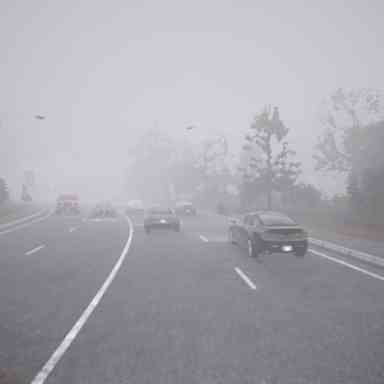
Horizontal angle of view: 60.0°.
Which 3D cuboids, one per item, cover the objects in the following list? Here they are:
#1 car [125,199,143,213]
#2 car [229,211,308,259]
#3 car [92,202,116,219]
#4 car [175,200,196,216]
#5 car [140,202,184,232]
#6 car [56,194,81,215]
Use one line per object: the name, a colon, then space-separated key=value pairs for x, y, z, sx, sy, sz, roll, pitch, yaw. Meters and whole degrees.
car: x=-6.334 y=1.520 z=37.184 sx=1.812 sy=1.442 sz=4.674 roll=0 pitch=0 yaw=-18
car: x=2.697 y=1.490 z=12.665 sx=1.837 sy=1.490 sz=4.892 roll=0 pitch=0 yaw=-6
car: x=-7.789 y=1.564 z=29.513 sx=1.994 sy=1.385 sz=4.181 roll=0 pitch=0 yaw=-15
car: x=-0.913 y=1.513 z=31.408 sx=1.812 sy=1.442 sz=4.674 roll=0 pitch=0 yaw=-15
car: x=-1.936 y=1.557 z=20.131 sx=1.994 sy=1.385 sz=4.181 roll=0 pitch=0 yaw=-10
car: x=-12.987 y=1.230 z=35.012 sx=2.150 sy=2.045 sz=5.566 roll=0 pitch=0 yaw=-19
